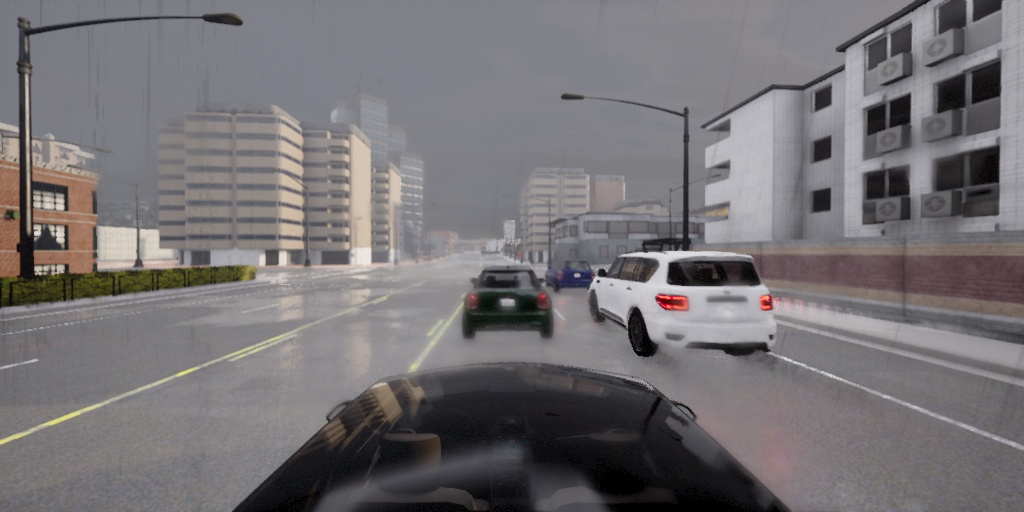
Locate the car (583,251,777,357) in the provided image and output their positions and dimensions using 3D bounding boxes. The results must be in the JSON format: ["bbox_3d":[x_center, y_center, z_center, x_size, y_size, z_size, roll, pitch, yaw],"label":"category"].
[{"bbox_3d":[3.434,0.909,8.484,2.150,2.045,5.566,0,1,-1],"label":"car"}]

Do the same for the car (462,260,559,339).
[{"bbox_3d":[-0.121,1.023,9.992,2.097,1.767,4.553,0,1,-1],"label":"car"}]

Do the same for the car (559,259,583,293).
[{"bbox_3d":[3.081,0.934,19.450,2.097,1.767,4.553,0,1,-2],"label":"car"}]
